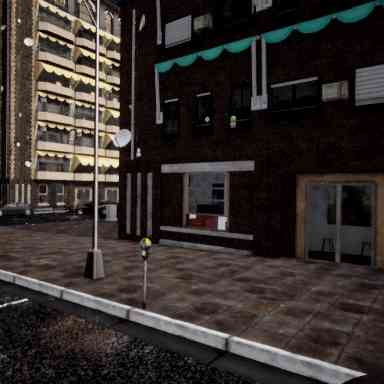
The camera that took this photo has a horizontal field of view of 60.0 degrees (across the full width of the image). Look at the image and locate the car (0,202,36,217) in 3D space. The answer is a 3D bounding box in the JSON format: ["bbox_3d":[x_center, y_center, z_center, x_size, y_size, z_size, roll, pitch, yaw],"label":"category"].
[{"bbox_3d":[-17.466,1.622,32.144,2.008,1.369,4.403,1,0,36],"label":"car"}]

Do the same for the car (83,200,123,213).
[{"bbox_3d":[-10.897,1.708,41.049,1.887,1.381,4.507,1,0,36],"label":"car"}]

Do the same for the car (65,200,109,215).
[{"bbox_3d":[-11.318,1.649,36.119,1.882,1.535,5.008,1,1,36],"label":"car"}]

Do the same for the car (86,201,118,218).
[{"bbox_3d":[-7.443,1.822,31.616,1.947,1.339,4.313,1,0,36],"label":"car"}]

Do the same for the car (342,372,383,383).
[{"bbox_3d":[2.655,1.551,1.120,4.403,1.369,2.008,0,1,36],"label":"car"}]
